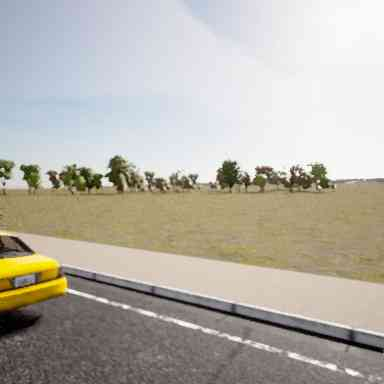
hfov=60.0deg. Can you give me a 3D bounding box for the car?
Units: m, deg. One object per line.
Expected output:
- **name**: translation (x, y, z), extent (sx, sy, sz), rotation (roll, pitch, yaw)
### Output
- **car**: translation (-4.849, 1.444, 7.022), extent (5.366, 1.575, 1.801), rotation (0, 0, 36)
